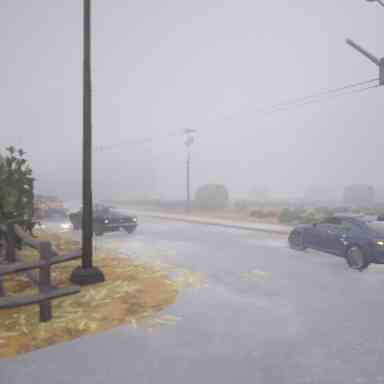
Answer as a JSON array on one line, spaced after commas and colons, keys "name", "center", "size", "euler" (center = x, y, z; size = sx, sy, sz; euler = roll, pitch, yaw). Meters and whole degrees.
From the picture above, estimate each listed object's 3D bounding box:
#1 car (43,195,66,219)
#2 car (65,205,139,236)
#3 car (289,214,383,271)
[{"name": "car", "center": [-10.777, 1.028, 24.677], "size": [2.097, 1.767, 4.553], "euler": [0, 1, -39]}, {"name": "car", "center": [-4.644, 1.382, 17.149], "size": [1.895, 1.301, 4.718], "euler": [0, 1, -39]}, {"name": "car", "center": [4.971, 1.408, 10.530], "size": [1.812, 1.442, 4.674], "euler": [1, 0, -15]}]
